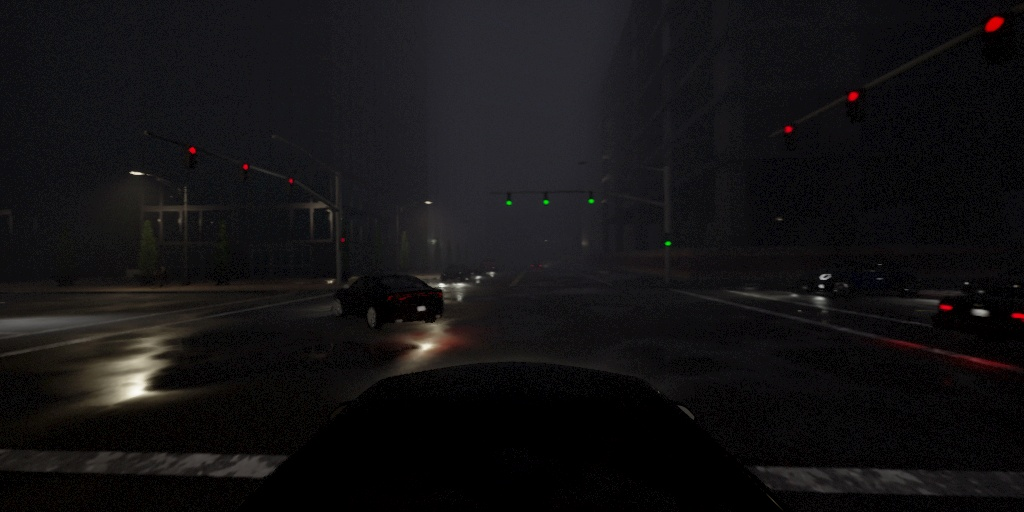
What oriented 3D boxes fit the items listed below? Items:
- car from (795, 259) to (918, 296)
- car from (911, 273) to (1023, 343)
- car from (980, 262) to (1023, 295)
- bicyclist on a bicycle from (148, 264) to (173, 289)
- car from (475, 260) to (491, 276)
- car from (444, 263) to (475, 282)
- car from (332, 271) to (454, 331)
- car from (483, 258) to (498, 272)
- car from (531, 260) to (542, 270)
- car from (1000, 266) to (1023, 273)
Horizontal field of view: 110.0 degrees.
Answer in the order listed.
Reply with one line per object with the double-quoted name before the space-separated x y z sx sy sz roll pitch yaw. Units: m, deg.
"car" 16.449 0.933 17.266 4.553 1.767 2.097 -1 0 4
"car" 11.689 1.133 6.939 5.357 1.411 2.033 -1 0 2
"car" 25.898 1.013 16.637 5.357 1.411 2.033 -1 0 4
"bicyclist on a bicycle" -23.802 1.393 24.312 0.582 1.620 1.656 -1 0 4
"car" -4.180 1.550 42.714 2.033 1.411 5.357 -1 0 4
"car" -4.906 1.439 32.227 1.882 1.535 5.008 -1 0 4
"car" -4.137 1.302 11.556 1.882 1.535 5.008 1 -1 -43
"car" -3.384 1.265 53.316 2.150 2.045 5.566 -1 0 4
"car" 4.136 1.590 60.529 1.895 1.301 4.718 -1 0 4
"car" 20.127 1.045 13.480 4.674 1.442 1.812 -1 0 4
